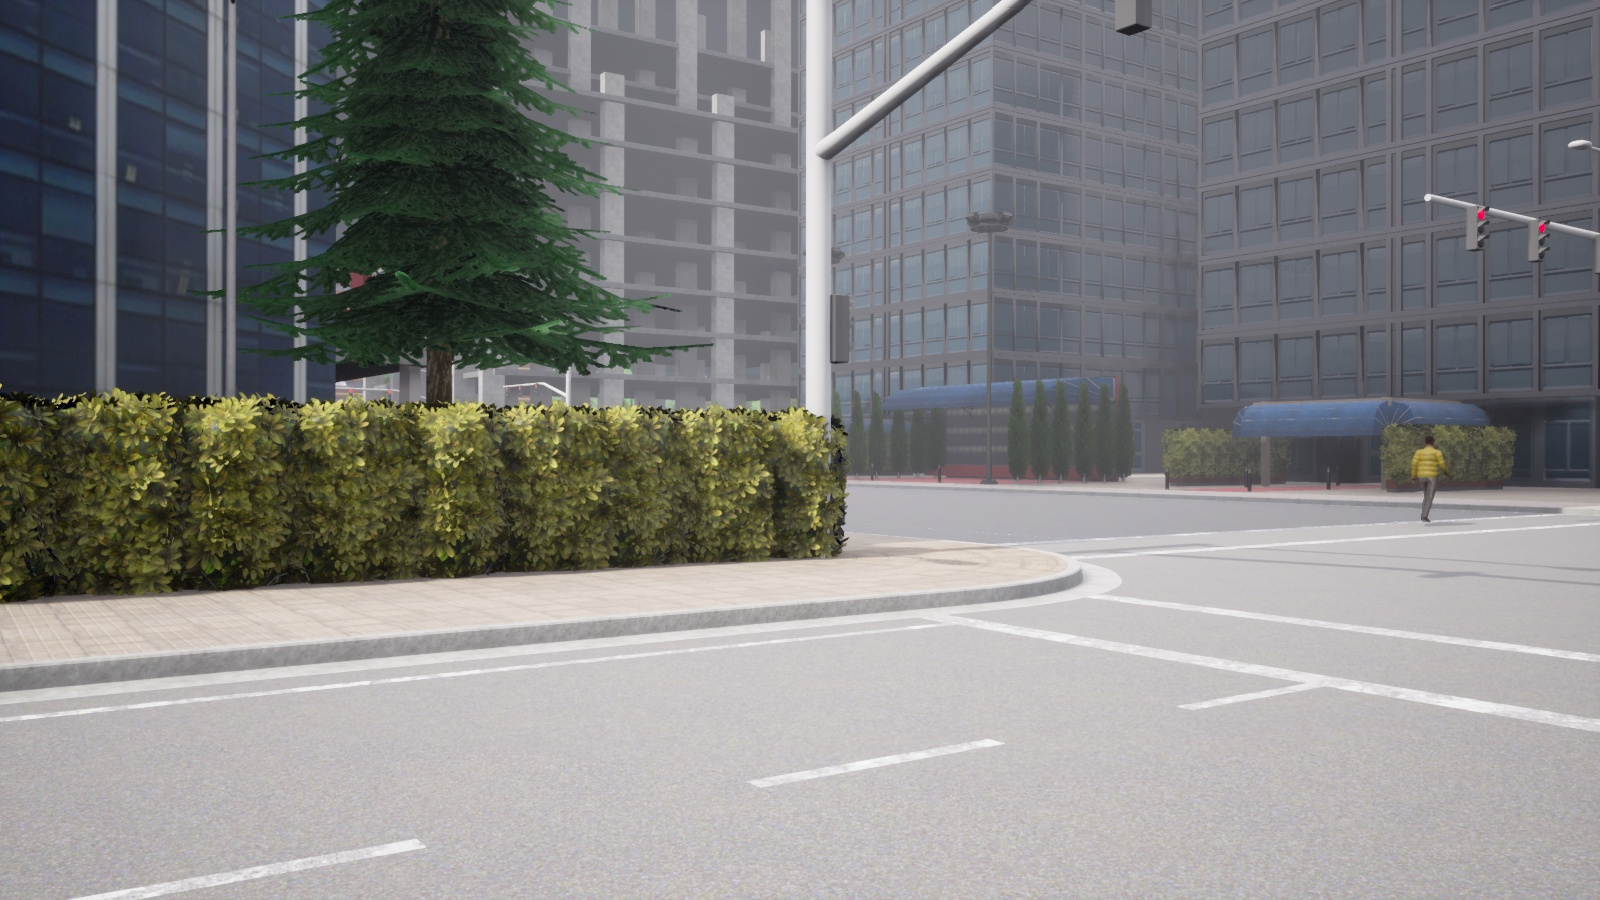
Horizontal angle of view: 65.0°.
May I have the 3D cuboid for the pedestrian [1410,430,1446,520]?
[{"bbox_3d":[13.084,0.519,26.144,0.709,1.840,0.431,0,0,-41],"label":"pedestrian"}]
